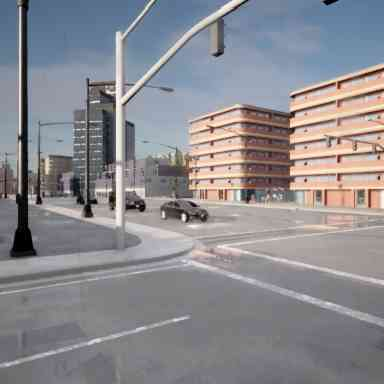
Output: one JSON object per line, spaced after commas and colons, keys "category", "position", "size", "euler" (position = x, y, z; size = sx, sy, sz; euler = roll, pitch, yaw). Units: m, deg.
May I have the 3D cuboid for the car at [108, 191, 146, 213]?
{"category": "car", "position": [-6.666, 0.931, 33.687], "size": [2.150, 2.045, 5.566], "euler": [0, 1, -34]}

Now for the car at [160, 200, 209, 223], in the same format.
{"category": "car", "position": [-0.655, 1.373, 24.866], "size": [1.837, 1.490, 4.892], "euler": [0, 1, -34]}

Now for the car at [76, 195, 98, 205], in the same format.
{"category": "car", "position": [-14.131, 1.040, 44.669], "size": [1.994, 1.385, 4.181], "euler": [0, 1, -34]}
